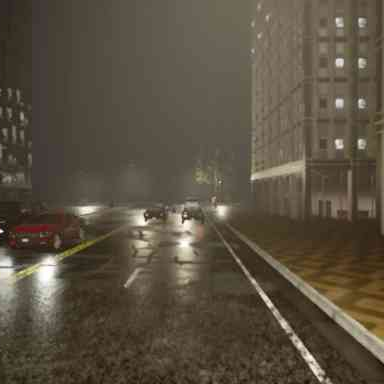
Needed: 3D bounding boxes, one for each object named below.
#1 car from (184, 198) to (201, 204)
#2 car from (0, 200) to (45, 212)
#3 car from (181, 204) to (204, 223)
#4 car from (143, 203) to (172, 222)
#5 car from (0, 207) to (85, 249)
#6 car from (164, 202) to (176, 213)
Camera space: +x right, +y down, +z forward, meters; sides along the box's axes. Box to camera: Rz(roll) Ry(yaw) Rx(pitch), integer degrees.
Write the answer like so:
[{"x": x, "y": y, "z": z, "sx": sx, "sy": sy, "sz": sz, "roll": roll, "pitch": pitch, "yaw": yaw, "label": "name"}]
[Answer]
[{"x": 0.040, "y": 1.779, "z": 46.583, "sx": 2.150, "sy": 2.045, "sz": 5.566, "roll": 0, "pitch": 0, "yaw": 0, "label": "car"}, {"x": -9.831, "y": 1.446, "z": 18.126, "sx": 2.150, "sy": 2.045, "sz": 5.566, "roll": 0, "pitch": -1, "yaw": 0, "label": "car"}, {"x": 0.062, "y": 1.954, "z": 29.010, "sx": 1.895, "sy": 1.301, "sz": 4.718, "roll": 0, "pitch": -1, "yaw": 0, "label": "car"}, {"x": -3.190, "y": 1.969, "z": 30.266, "sx": 1.895, "sy": 1.301, "sz": 4.718, "roll": 0, "pitch": -1, "yaw": 0, "label": "car"}, {"x": -6.594, "y": 1.670, "z": 15.671, "sx": 1.882, "sy": 1.535, "sz": 5.008, "roll": 0, "pitch": -1, "yaw": 0, "label": "car"}, {"x": -3.204, "y": 2.093, "z": 45.601, "sx": 2.033, "sy": 1.411, "sz": 5.357, "roll": 0, "pitch": -1, "yaw": 0, "label": "car"}]
